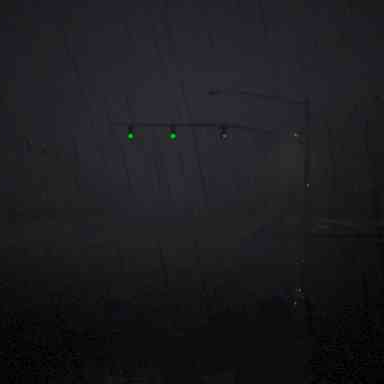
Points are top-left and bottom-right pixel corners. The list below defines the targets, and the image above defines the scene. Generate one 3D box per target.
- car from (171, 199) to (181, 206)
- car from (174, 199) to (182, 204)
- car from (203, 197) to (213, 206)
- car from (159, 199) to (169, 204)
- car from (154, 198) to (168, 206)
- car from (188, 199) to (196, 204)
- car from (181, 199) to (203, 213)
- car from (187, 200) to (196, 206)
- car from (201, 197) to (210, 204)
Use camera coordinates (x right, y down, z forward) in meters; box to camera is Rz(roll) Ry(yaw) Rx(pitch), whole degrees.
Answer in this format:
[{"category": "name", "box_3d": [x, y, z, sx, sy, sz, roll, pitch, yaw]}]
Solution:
[{"category": "car", "box_3d": [-3.536, 2.254, 73.126, 1.882, 1.535, 5.008, 0, -1, 0]}, {"category": "car", "box_3d": [-3.543, 2.404, 83.572, 1.895, 1.301, 4.718, 0, -1, 0]}, {"category": "car", "box_3d": [3.464, 2.254, 73.131, 1.882, 1.535, 5.008, 0, -1, 0]}, {"category": "car", "box_3d": [-7.043, 2.361, 83.541, 1.994, 1.385, 4.181, 0, -1, 0]}, {"category": "car", "box_3d": [-7.037, 2.134, 73.478, 2.097, 1.767, 4.553, 0, -1, 0]}, {"category": "car", "box_3d": [-0.043, 2.404, 83.575, 1.895, 1.301, 4.718, 0, -1, 0]}, {"category": "car", "box_3d": [-0.017, 1.813, 43.307, 2.097, 1.767, 4.553, 0, -1, 0]}, {"category": "car", "box_3d": [-0.037, 2.376, 73.574, 1.895, 1.301, 4.718, 0, -1, 0]}, {"category": "car", "box_3d": [3.457, 2.163, 83.519, 2.097, 1.767, 4.553, 0, -1, 0]}]
